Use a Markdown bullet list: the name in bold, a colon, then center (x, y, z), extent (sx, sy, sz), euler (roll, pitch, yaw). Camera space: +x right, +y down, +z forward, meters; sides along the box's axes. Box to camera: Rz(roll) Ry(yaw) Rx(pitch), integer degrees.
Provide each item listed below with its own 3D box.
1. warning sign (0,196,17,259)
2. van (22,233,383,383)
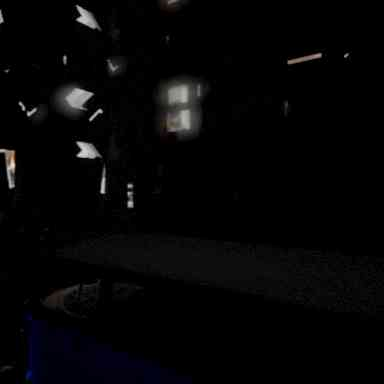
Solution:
- **warning sign**: center (-6.214, 1.059, 10.024), extent (1.060, 1.860, 1.300), euler (0, 0, 34)
- **van**: center (0.312, 1.326, 2.659), extent (3.998, 1.788, 1.690), euler (0, 0, 34)
